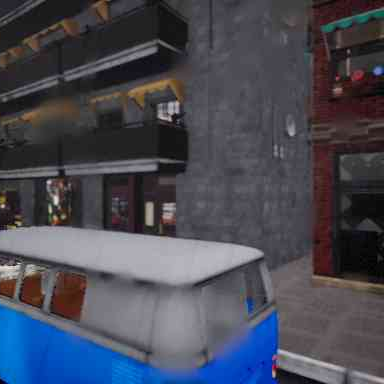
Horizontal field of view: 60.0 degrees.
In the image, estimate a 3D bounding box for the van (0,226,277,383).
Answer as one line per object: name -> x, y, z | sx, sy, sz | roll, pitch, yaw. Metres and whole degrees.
van -> -1.086, 1.352, 3.647 | 3.998, 1.788, 1.690 | 0, 0, 36
